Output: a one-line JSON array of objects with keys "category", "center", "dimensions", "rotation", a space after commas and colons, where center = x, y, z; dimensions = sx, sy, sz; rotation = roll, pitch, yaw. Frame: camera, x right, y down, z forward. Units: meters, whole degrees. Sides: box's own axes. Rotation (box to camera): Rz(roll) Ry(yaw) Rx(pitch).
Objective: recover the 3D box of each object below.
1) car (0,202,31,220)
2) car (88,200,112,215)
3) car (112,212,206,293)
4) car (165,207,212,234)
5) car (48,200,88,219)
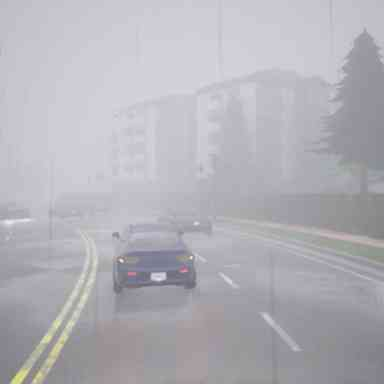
[{"category": "car", "center": [-15.483, 1.565, 28.660], "dimensions": [1.994, 1.385, 4.181], "rotation": [0, 0, -43]}, {"category": "car", "center": [-10.083, 1.499, 33.211], "dimensions": [2.033, 1.411, 5.357], "rotation": [0, 0, -44]}, {"category": "car", "center": [-1.117, 1.503, 8.844], "dimensions": [1.812, 1.442, 4.674], "rotation": [0, 0, -11]}, {"category": "car", "center": [-0.500, 1.507, 18.262], "dimensions": [1.994, 1.385, 4.181], "rotation": [0, 0, -22]}, {"category": "car", "center": [-11.018, 1.536, 28.866], "dimensions": [1.994, 1.385, 4.181], "rotation": [0, 0, -39]}]
